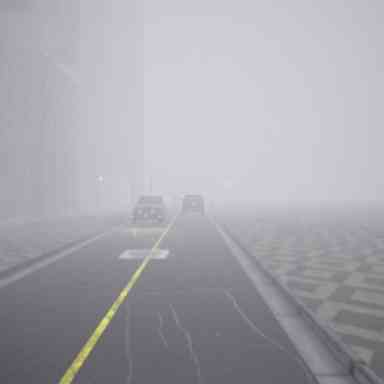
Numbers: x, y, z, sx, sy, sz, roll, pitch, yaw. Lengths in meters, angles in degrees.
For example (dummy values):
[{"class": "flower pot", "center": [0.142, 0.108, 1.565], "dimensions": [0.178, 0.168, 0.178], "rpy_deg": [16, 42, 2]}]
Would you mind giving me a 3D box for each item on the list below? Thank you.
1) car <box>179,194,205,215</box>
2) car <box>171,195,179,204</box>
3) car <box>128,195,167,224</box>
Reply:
[{"class": "car", "center": [0.103, 1.259, 34.003], "dimensions": [2.150, 2.045, 5.566], "rpy_deg": [0, 0, 0]}, {"class": "car", "center": [-3.003, 1.464, 65.963], "dimensions": [2.097, 1.767, 4.553], "rpy_deg": [0, 0, 0]}, {"class": "car", "center": [-3.097, 1.242, 25.119], "dimensions": [2.150, 2.045, 5.566], "rpy_deg": [0, 0, 0]}]
